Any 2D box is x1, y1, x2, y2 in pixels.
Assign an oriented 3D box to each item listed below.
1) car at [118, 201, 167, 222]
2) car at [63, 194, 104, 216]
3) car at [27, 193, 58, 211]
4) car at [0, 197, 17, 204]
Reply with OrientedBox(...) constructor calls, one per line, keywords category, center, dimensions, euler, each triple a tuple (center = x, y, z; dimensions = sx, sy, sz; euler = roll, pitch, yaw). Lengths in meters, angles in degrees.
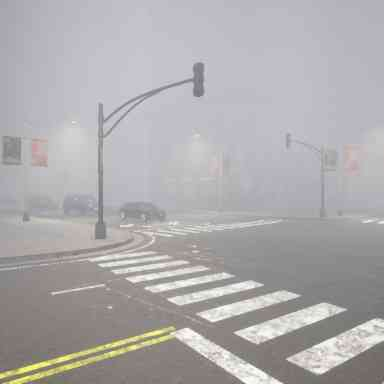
OrientedBox(category="car", center=(-4.004, 1.495, 26.439), dimensions=(1.837, 1.490, 4.892), euler=(0, 0, -44))
OrientedBox(category="car", center=(-11.022, 1.207, 33.463), dimensions=(2.150, 2.045, 5.566), euler=(0, 0, -45))
OrientedBox(category="car", center=(-18.120, 1.333, 40.576), dimensions=(2.097, 1.767, 4.553), euler=(0, 0, -45))
OrientedBox(category="car", center=(-33.655, 1.532, 60.987), dimensions=(1.994, 1.385, 4.181), euler=(0, 0, -45))
